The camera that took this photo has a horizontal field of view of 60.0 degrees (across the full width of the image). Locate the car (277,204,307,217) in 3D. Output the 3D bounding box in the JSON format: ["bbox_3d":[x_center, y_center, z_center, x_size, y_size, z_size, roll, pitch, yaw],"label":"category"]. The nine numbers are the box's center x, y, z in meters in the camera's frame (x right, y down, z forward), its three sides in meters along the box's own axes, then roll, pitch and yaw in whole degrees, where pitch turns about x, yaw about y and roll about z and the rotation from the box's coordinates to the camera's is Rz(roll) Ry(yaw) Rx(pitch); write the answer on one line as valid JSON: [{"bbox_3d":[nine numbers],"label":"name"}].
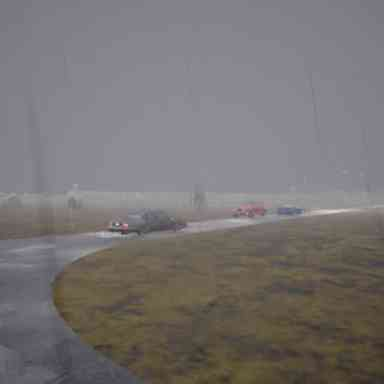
[{"bbox_3d":[11.946,2.180,40.378,1.882,1.535,5.008,-2,-2,35],"label":"car"}]

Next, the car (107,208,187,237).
[{"bbox_3d":[-2.587,1.879,20.384,2.033,1.411,5.357,-2,-2,38],"label":"car"}]

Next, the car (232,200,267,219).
[{"bbox_3d":[6.641,1.933,38.021,2.150,2.045,5.566,-2,-2,35],"label":"car"}]

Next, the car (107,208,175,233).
[{"bbox_3d":[-3.502,1.955,23.788,1.837,1.490,4.892,-2,-2,36],"label":"car"}]

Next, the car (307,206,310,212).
[{"bbox_3d":[17.345,2.657,52.852,1.994,1.385,4.181,-2,-3,35],"label":"car"}]
